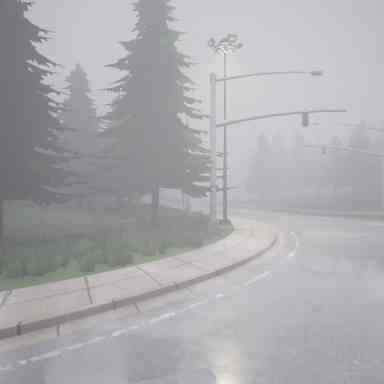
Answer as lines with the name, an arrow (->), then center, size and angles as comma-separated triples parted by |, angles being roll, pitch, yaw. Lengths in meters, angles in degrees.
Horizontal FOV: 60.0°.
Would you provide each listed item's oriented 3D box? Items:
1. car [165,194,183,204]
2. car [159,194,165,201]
car -> -3.165, 1.547, 65.415 | 2.033, 1.411, 5.357 | 0, 0, -21
car -> -7.033, 1.186, 75.158 | 2.150, 2.045, 5.566 | 0, 0, -21
